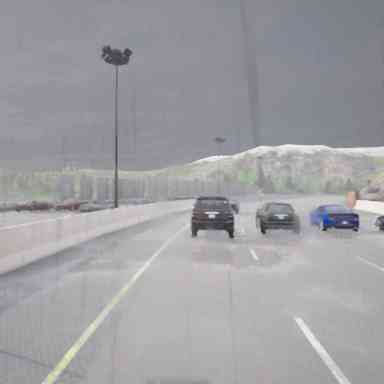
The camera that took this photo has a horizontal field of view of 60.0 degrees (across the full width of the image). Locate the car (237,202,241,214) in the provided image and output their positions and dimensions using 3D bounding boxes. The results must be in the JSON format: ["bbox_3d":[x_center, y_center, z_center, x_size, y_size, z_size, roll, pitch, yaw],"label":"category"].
[{"bbox_3d":[4.213,1.540,36.278,1.812,1.442,4.674,0,0,12],"label":"car"}]

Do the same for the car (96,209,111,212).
[{"bbox_3d":[-10.334,1.583,36.113,1.895,1.301,4.718,0,0,11],"label":"car"}]

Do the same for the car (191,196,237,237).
[{"bbox_3d":[1.216,1.227,18.262,2.150,2.045,5.566,0,0,6],"label":"car"}]

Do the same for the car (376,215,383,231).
[{"bbox_3d":[11.800,1.593,18.140,1.994,1.385,4.181,0,0,7],"label":"car"}]

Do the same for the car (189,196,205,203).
[{"bbox_3d":[1.132,1.530,72.981,1.812,1.442,4.674,0,0,23],"label":"car"}]

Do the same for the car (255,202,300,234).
[{"bbox_3d":[4.943,1.366,19.660,2.097,1.767,4.553,0,0,7],"label":"car"}]

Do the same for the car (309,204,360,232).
[{"bbox_3d":[8.543,1.500,20.384,1.882,1.535,5.008,0,0,7],"label":"car"}]

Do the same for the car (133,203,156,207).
[{"bbox_3d":[-5.744,1.499,40.648,1.837,1.490,4.892,0,0,13],"label":"car"}]
